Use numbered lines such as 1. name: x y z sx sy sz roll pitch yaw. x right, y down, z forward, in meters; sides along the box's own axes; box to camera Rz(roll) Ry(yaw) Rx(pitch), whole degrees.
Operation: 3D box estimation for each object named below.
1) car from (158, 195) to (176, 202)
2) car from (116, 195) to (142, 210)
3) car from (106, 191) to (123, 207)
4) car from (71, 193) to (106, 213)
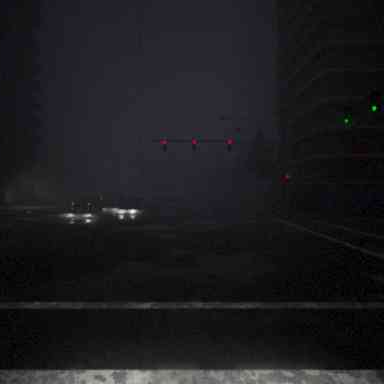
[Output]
1. car: -4.599 1.156 60.000 1.895 1.301 4.718 0 1 -27
2. car: -7.042 1.286 38.608 1.994 1.385 4.181 0 0 1
3. car: -10.545 0.904 44.368 2.150 2.045 5.566 0 0 1
4. car: -10.572 1.110 33.655 2.097 1.767 4.553 0 0 0
